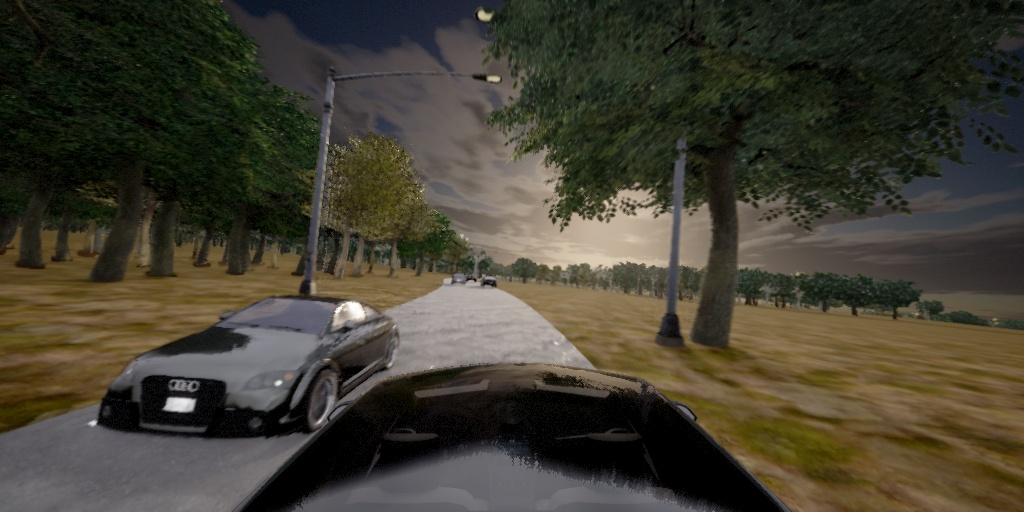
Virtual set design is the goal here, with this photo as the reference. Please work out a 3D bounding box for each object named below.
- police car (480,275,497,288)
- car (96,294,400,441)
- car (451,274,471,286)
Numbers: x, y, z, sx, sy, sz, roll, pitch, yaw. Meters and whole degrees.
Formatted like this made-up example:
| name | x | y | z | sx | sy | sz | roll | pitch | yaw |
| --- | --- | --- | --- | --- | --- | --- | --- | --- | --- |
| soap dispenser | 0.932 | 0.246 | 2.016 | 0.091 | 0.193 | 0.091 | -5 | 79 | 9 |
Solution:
| name | x | y | z | sx | sy | sz | roll | pitch | yaw |
| --- | --- | --- | --- | --- | --- | --- | --- | --- | --- |
| police car | -3.230 | 3.477 | 49.644 | 1.930 | 1.638 | 5.238 | 6 | -3 | -10 |
| car | -3.154 | 1.304 | 5.413 | 1.994 | 1.385 | 4.181 | 5 | -2 | 0 |
| car | -6.934 | 3.062 | 46.895 | 2.128 | 1.511 | 4.902 | 6 | -3 | -9 |
